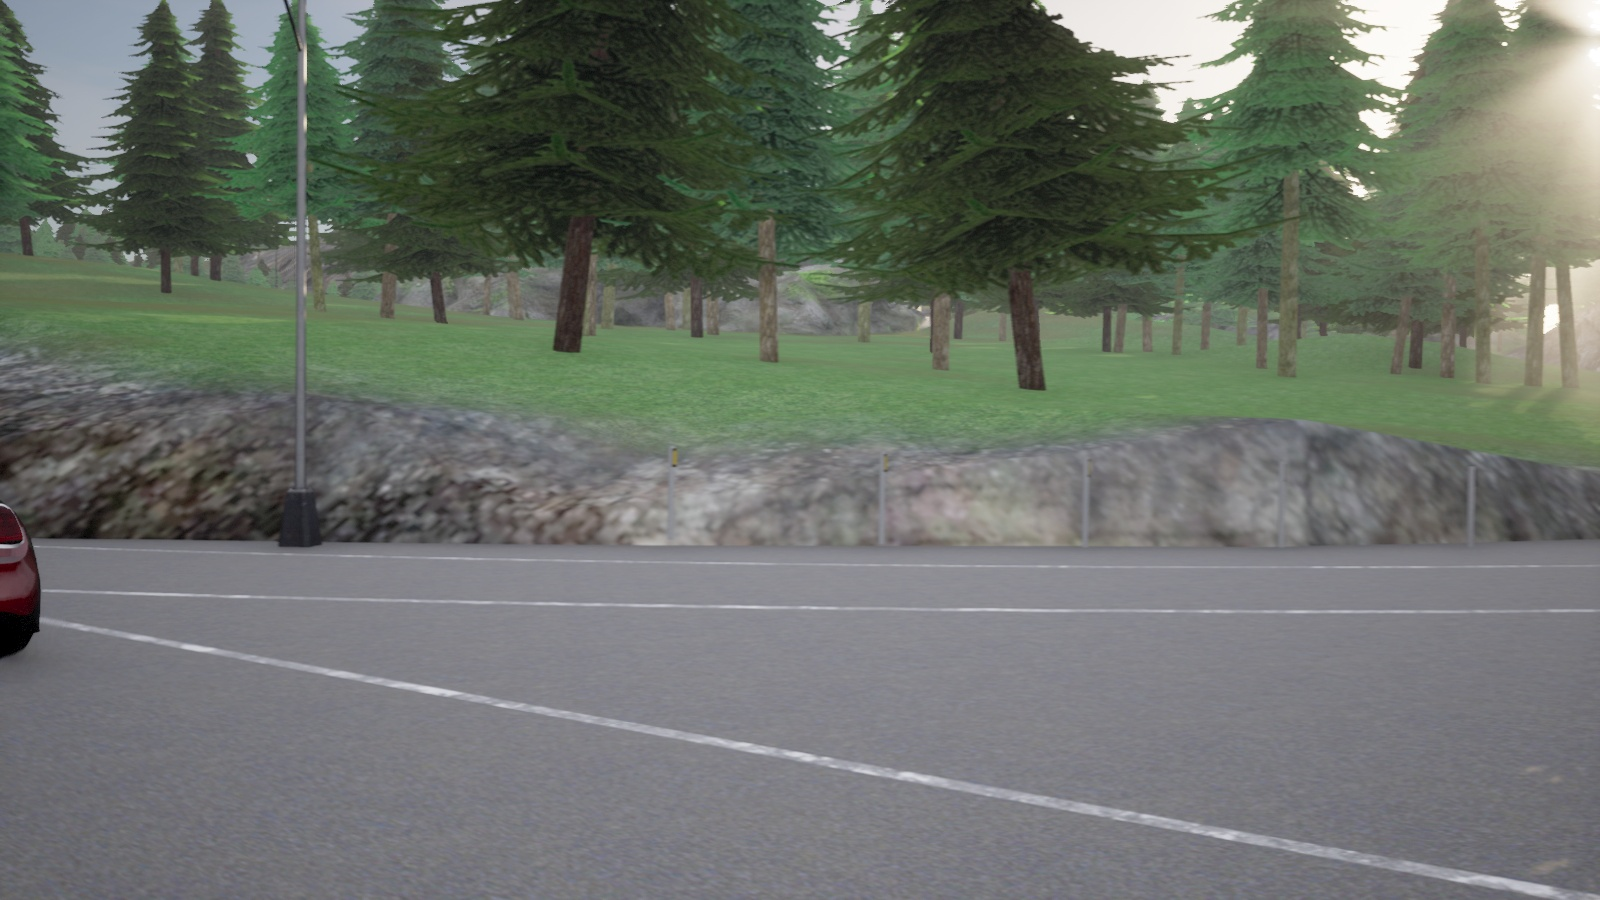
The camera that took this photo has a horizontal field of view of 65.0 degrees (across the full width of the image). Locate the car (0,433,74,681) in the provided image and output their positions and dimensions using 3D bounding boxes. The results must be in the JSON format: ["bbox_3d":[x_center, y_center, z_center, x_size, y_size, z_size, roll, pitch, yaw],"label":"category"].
[{"bbox_3d":[-6.659,0.647,8.047,3.806,1.475,1.970,0,1,34],"label":"car"}]
